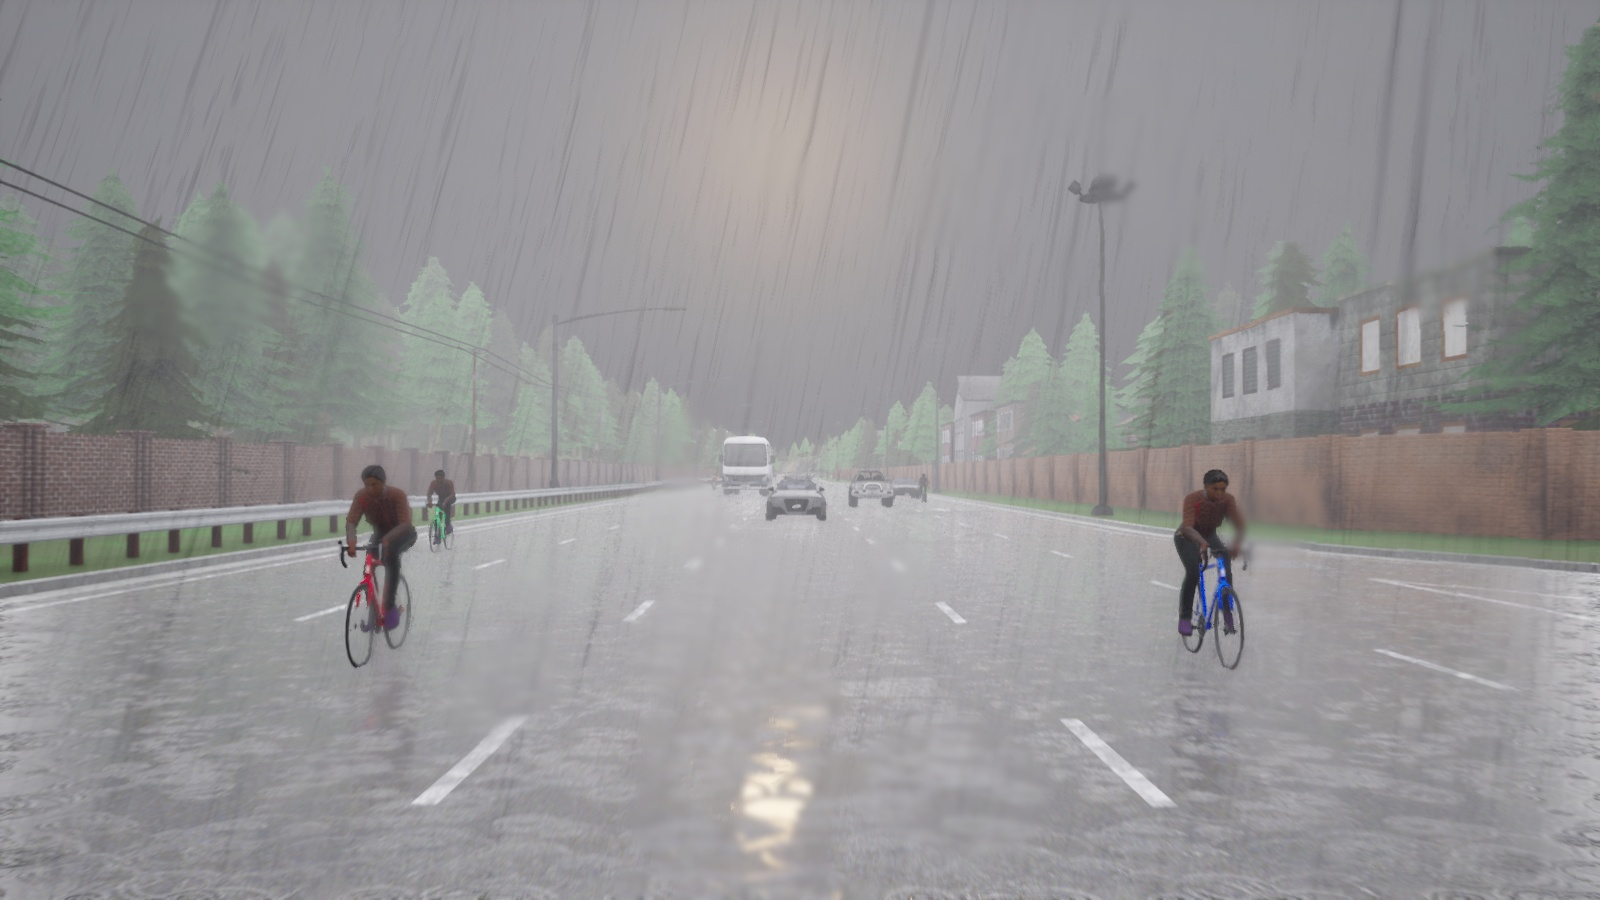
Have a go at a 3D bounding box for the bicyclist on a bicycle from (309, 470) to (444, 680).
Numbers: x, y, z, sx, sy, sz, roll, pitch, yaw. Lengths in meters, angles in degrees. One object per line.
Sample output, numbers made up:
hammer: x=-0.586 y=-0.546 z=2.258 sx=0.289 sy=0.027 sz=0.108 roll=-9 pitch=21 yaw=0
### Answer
bicyclist on a bicycle: x=-3.527 y=0.984 z=10.589 sx=0.582 sy=1.620 sz=1.656 roll=0 pitch=-1 yaw=0

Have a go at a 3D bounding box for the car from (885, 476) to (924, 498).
car: x=6.798 y=2.385 z=82.172 sx=2.033 sy=1.411 sz=5.357 roll=0 pitch=-1 yaw=0

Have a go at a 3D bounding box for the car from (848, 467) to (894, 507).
car: x=3.350 y=1.749 z=59.924 sx=1.932 sy=1.855 sz=4.605 roll=0 pitch=-1 yaw=0

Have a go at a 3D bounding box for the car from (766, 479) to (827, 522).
car: x=-0.107 y=1.696 z=43.243 sx=1.994 sy=1.385 sz=4.181 roll=0 pitch=-1 yaw=0

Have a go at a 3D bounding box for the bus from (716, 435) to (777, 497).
bus: x=-3.777 y=1.184 z=91.749 sx=3.944 sy=4.253 sz=10.273 roll=0 pitch=-1 yaw=0

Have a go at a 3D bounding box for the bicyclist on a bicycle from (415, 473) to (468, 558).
bicyclist on a bicycle: x=-7.062 y=1.266 z=24.819 sx=0.582 sy=1.620 sz=1.656 roll=0 pitch=-1 yaw=0

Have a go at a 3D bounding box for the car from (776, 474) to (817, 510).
car: x=-0.142 y=1.868 z=56.894 sx=1.789 sy=1.549 sz=3.705 roll=0 pitch=-1 yaw=0

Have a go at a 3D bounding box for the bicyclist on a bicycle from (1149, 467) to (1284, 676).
bicyclist on a bicycle: x=3.473 y=0.957 z=10.607 sx=0.582 sy=1.620 sz=1.656 roll=0 pitch=-1 yaw=0
